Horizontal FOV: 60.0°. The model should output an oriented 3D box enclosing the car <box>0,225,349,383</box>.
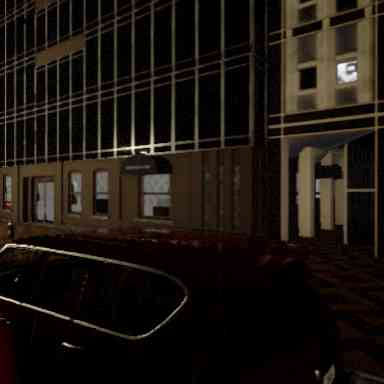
[{"bbox_3d":[-1.029,1.297,3.614,5.009,1.841,2.192,0,0,35],"label":"car"}]
